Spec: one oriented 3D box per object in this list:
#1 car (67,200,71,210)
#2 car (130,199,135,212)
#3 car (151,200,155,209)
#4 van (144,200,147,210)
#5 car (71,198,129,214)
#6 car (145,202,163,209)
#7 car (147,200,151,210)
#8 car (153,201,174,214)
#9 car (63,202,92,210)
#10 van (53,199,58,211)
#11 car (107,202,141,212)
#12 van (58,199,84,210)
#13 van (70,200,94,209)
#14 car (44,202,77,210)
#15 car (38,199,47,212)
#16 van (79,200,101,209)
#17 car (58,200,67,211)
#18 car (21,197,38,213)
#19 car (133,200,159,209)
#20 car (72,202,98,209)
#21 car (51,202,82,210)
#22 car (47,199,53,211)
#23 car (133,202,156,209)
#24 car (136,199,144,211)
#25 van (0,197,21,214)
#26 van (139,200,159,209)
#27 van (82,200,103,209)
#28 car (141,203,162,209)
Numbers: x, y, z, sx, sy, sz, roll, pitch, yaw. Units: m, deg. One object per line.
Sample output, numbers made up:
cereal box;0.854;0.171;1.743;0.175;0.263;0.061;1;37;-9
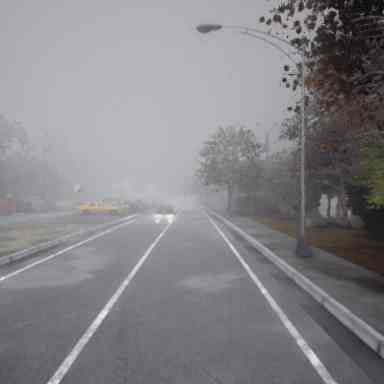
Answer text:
car;-23.401;2.396;56.379;5.008;1.535;2.097;0;-2;0
car;-10.340;1.929;42.436;5.008;1.535;2.097;0;-2;0
car;-10.292;2.709;64.627;4.792;1.488;2.163;0;-2;0
van;-10.443;2.168;56.313;4.442;1.987;1.878;0;-2;0
car;-10.151;1.775;36.897;5.366;1.575;1.946;0;-2;0
car;-10.278;3.647;89.577;4.553;1.767;2.185;0;-3;0
car;-10.330;2.489;59.080;5.008;1.535;2.097;0;-2;0
car;-3.341;2.034;41.318;1.895;1.301;4.718;0;-2;0
car;-23.216;2.777;67.580;5.366;1.575;1.946;0;-2;0
van;-23.525;1.985;50.975;4.442;1.987;1.878;0;-2;0
car;-10.359;2.233;50.756;4.792;1.488;2.163;0;-2;0
van;-23.519;2.459;64.818;4.442;1.987;1.878;0;-2;0
van;-23.282;2.649;70.354;4.442;1.987;1.878;0;-2;0
car;-23.399;2.495;59.273;5.008;1.535;2.097;0;-2;0
car;-23.226;2.020;45.432;5.366;1.575;1.946;0;-2;0
van;-23.280;2.849;75.742;4.442;1.987;1.878;0;-2;0
car;-23.376;2.180;53.740;4.553;1.767;2.185;0;-2;0
car;-23.441;1.683;42.673;5.566;2.045;2.435;0;-2;0
car;-10.345;2.823;75.720;5.566;2.045;2.435;0;-3;0
car;-23.403;2.969;73.115;5.008;1.535;2.097;0;-2;0
car;-23.397;2.591;62.042;4.892;1.521;2.231;0;-2;0
car;-23.404;2.117;48.198;4.892;1.521;2.231;0;-2;0
car;-10.347;2.994;72.958;4.792;1.488;2.163;0;-2;0
car;-10.302;1.858;47.990;5.566;2.045;2.435;0;-2;0
van;-23.532;1.626;39.781;4.442;1.987;1.878;0;-2;0
van;-10.198;2.988;78.491;4.442;1.987;1.878;0;-3;0
van;-23.511;2.995;78.642;4.442;1.987;1.878;0;-3;0
car;-10.307;3.493;84.025;5.008;1.535;2.097;0;-3;0
